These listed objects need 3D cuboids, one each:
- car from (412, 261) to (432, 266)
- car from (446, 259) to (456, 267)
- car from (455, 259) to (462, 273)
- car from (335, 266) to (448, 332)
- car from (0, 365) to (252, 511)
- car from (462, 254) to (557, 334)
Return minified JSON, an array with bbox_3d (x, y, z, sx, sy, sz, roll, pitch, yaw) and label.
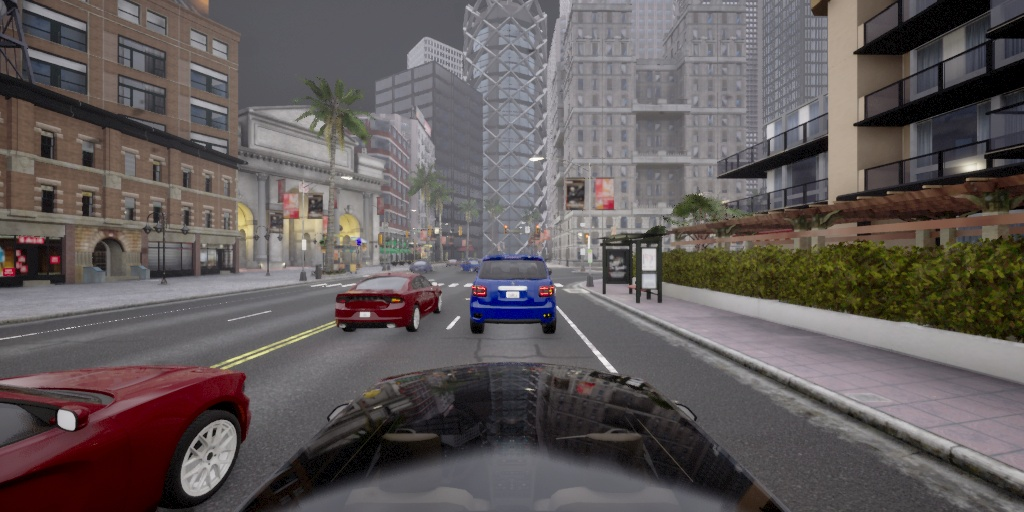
[{"bbox_3d":[-10.578,1.276,42.019,1.812,1.442,4.674,0,0,0],"label":"car"},{"bbox_3d":[-10.541,1.276,63.808,1.812,1.442,4.674,0,0,0],"label":"car"},{"bbox_3d":[-4.587,1.228,42.263,1.882,1.535,5.008,-1,1,-30],"label":"car"},{"bbox_3d":[-3.441,1.228,10.914,1.882,1.535,5.008,0,0,0],"label":"car"},{"bbox_3d":[-3.390,1.228,1.334,1.882,1.535,5.008,0,0,0],"label":"car"},{"bbox_3d":[0.054,0.971,10.804,2.150,2.045,5.566,0,0,1],"label":"car"}]
